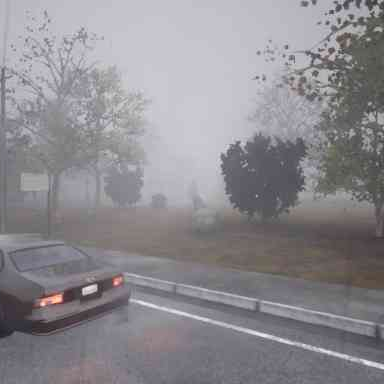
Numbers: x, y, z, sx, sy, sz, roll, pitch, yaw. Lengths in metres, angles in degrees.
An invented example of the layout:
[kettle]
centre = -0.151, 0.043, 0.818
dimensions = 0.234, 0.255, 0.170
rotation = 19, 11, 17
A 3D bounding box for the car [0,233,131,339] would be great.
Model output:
[car]
centre = -3.614, 1.547, 6.558
dimensions = 5.357, 1.411, 2.033
rotation = 0, 0, 35
